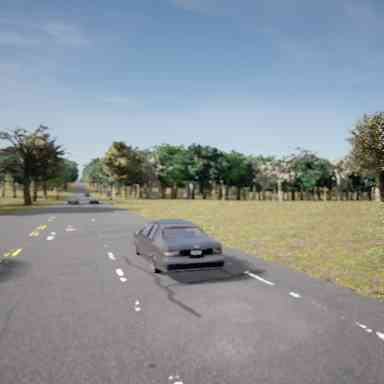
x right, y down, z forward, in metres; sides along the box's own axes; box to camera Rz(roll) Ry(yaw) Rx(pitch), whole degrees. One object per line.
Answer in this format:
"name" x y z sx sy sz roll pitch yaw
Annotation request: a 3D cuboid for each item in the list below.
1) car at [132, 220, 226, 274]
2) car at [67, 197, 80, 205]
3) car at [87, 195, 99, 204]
"car" -0.701 1.634 10.983 2.033 1.411 5.357 1 0 -19
"car" -23.203 1.788 65.337 1.882 1.535 5.008 1 0 -13
"car" -21.065 1.950 71.338 1.895 1.301 4.718 1 0 -19
